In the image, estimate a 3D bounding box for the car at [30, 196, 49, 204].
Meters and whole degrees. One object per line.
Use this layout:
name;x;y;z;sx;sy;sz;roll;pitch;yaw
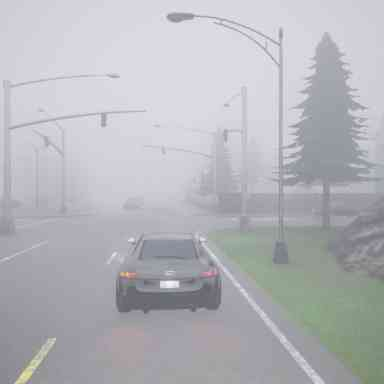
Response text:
car;-25.960;1.384;56.712;1.970;1.475;3.806;0;0;-5

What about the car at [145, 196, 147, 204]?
car;-8.601;1.564;52.974;1.994;1.385;4.181;0;0;-5

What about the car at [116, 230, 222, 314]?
car;-0.567;1.564;7.743;1.994;1.385;4.181;0;0;-5

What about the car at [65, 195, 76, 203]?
car;-23.631;1.374;64.362;1.845;1.501;3.633;0;0;-5

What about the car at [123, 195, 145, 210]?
car;-7.660;1.352;43.125;2.097;1.767;4.553;0;0;-5

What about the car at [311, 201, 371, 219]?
car;12.682;1.491;28.391;4.902;1.511;2.128;0;0;-7

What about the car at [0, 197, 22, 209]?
car;-21.376;1.339;38.426;2.007;1.523;4.514;0;0;-5
